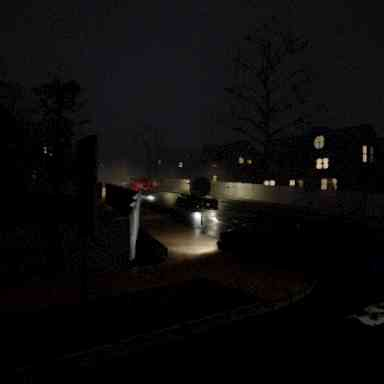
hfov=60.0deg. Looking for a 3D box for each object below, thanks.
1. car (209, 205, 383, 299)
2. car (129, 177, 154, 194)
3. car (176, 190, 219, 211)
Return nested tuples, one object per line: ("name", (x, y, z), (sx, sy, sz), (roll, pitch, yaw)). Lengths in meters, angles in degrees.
("car", (3.166, 1.370, 8.422), (5.357, 1.411, 2.033), (8, 10, 44))
("car", (-6.322, -0.838, 40.954), (2.150, 2.045, 5.566), (1, 3, -21))
("car", (0.338, 0.535, 23.752), (1.994, 1.385, 4.181), (0, 3, -21))
